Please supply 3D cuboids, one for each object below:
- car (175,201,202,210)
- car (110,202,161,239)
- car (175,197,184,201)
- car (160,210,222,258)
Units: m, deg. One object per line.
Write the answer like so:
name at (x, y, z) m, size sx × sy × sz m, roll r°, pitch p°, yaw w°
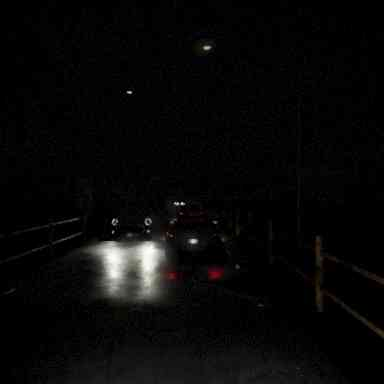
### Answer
car at (-0.139, 1.632, 25.345) m, size 1.994 × 1.385 × 4.181 m, roll 0°, pitch 0°, yaw -3°
car at (-2.824, 1.391, 17.446) m, size 2.097 × 1.767 × 4.553 m, roll 0°, pitch 0°, yaw 0°
car at (-2.770, 1.896, 76.549) m, size 1.994 × 1.385 × 4.181 m, roll 0°, pitch 0°, yaw 0°
car at (0.061, 1.588, 12.806) m, size 1.994 × 1.385 × 4.181 m, roll 0°, pitch 0°, yaw 0°
